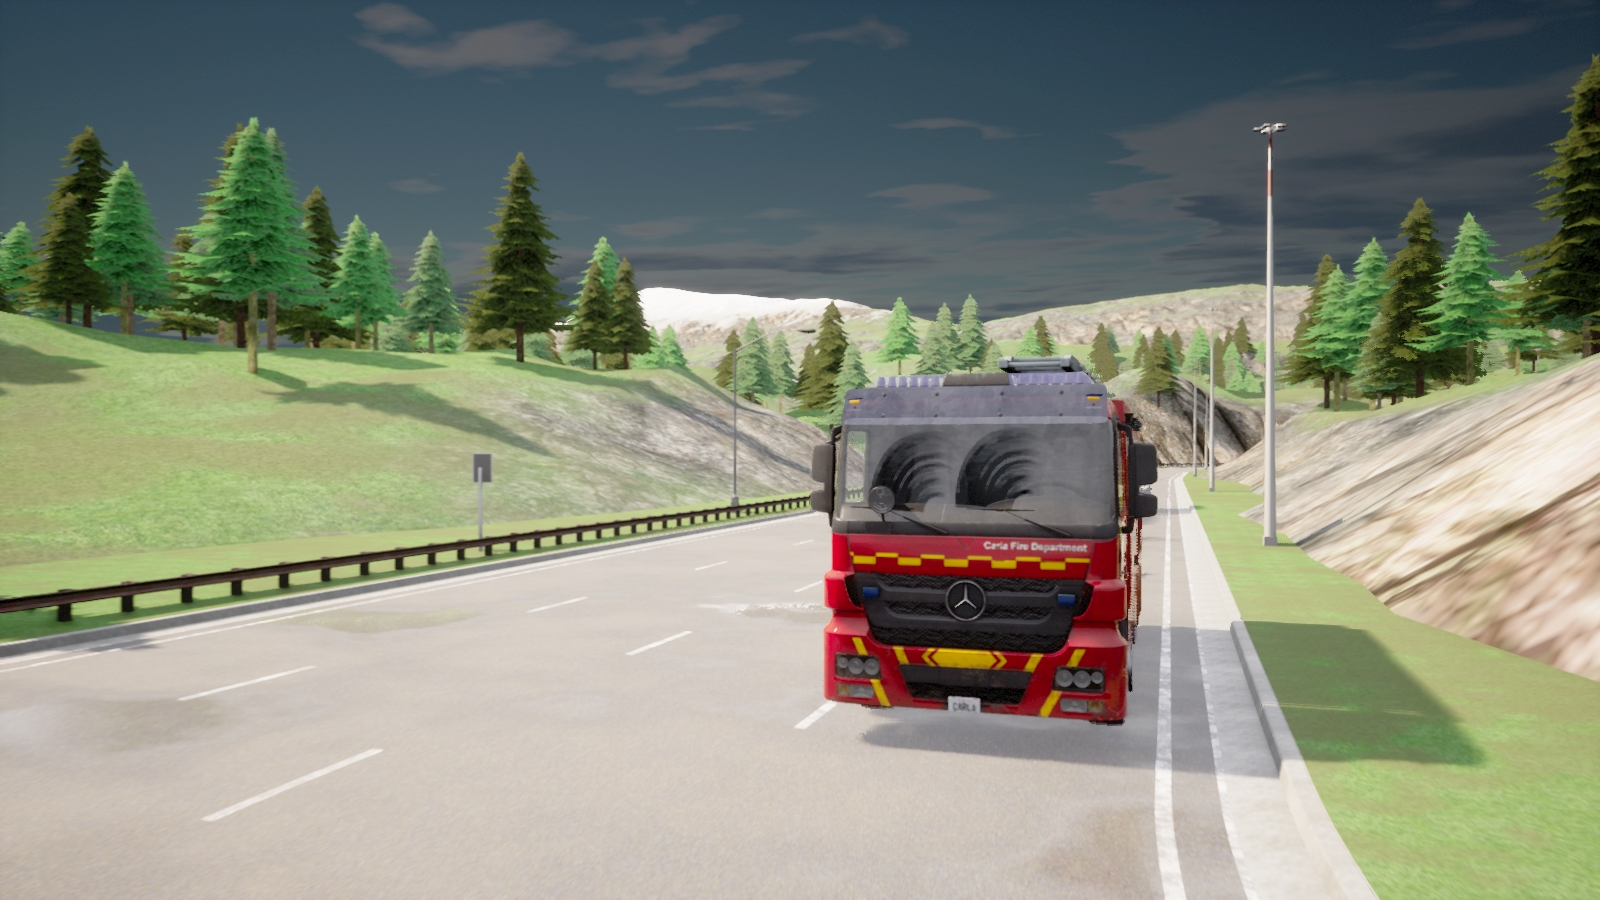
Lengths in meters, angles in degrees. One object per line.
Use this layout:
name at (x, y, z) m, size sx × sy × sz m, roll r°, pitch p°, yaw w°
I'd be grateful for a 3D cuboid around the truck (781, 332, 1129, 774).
truck at (2.495, 0.891, 14.367) m, size 2.891 × 3.827 × 8.468 m, roll 0°, pitch 0°, yaw 18°
